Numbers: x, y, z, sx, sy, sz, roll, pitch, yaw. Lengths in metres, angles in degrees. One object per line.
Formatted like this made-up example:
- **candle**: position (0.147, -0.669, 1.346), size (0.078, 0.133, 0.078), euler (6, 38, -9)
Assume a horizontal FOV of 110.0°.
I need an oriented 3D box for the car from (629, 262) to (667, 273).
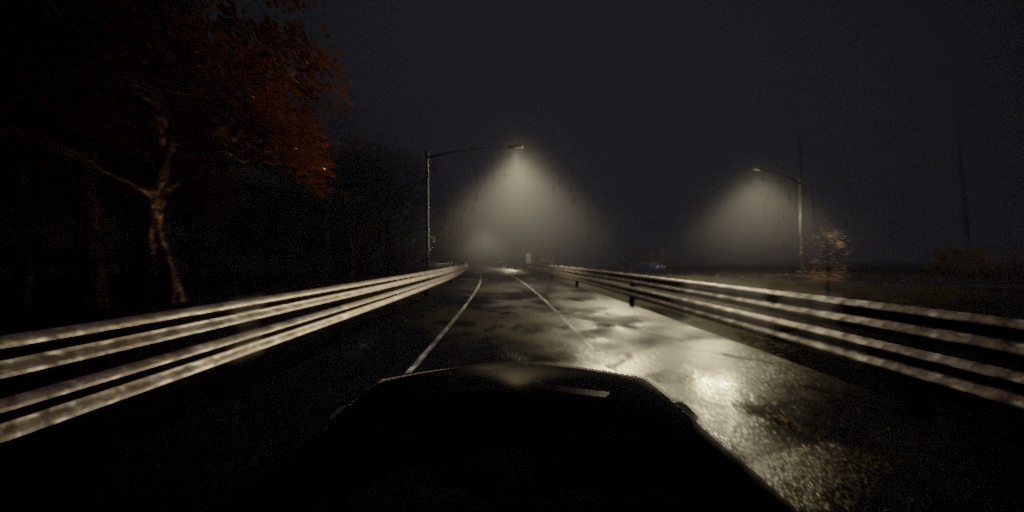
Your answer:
- **car**: position (18.041, 1.442, 47.846), size (2.033, 1.411, 5.357), euler (0, -1, -22)
